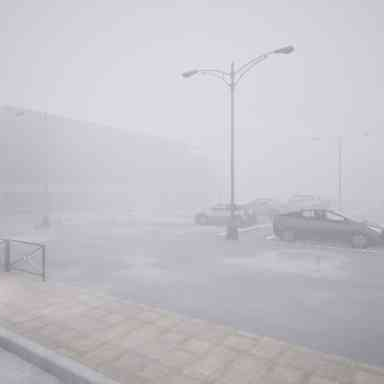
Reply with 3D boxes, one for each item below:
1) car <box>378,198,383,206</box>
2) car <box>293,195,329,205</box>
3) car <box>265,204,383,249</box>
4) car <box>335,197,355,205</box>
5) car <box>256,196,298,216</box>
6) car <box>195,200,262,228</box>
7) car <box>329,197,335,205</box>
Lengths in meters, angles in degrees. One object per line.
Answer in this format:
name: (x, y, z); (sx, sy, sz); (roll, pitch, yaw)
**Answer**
car: (29.339, 1.576, 48.393); (3.806, 1.475, 1.970); (0, 0, 35)
car: (12.875, 1.269, 37.321); (3.866, 1.878, 1.905); (0, 0, 35)
car: (5.807, 1.490, 14.351); (4.514, 1.523, 2.007); (0, 0, 35)
car: (24.966, 1.565, 55.089); (3.633, 1.501, 1.845); (0, 0, 35)
car: (5.542, 1.345, 26.836); (5.027, 1.636, 2.152); (0, 0, 35)
car: (2.129, 1.424, 21.392); (3.806, 1.475, 1.970); (0, 0, 35)
car: (14.202, 1.289, 39.938); (4.605, 1.855, 1.932); (0, 0, 35)
